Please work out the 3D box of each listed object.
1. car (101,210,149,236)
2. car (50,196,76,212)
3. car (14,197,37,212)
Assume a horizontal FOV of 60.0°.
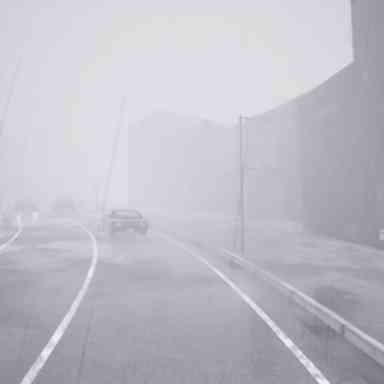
[{"bbox_3d":[-3.850,1.615,18.459,1.895,1.301,4.718,1,0,-22],"label":"car"},{"bbox_3d":[-14.409,1.235,37.134,2.097,1.767,4.553,2,-1,-31],"label":"car"},{"bbox_3d":[-17.811,1.281,35.630,1.812,1.442,4.674,2,-1,-33],"label":"car"}]
